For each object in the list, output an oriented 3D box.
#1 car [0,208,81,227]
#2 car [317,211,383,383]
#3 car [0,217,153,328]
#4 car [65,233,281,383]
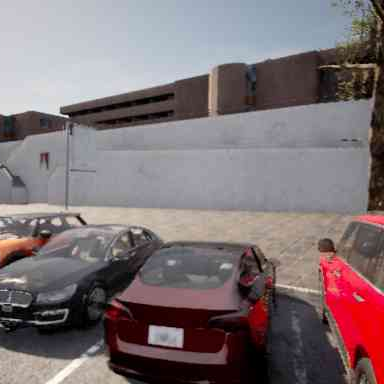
[{"bbox_3d":[-4.518,1.369,9.051,2.185,1.767,4.553,0,-1,15],"label":"car"},{"bbox_3d":[2.809,1.237,3.829,2.435,2.045,5.566,0,-1,15],"label":"car"},{"bbox_3d":[-2.081,1.492,7.285,2.231,1.521,4.892,0,-1,15],"label":"car"},{"bbox_3d":[0.361,1.518,5.569,2.163,1.488,4.792,0,-1,15],"label":"car"}]
